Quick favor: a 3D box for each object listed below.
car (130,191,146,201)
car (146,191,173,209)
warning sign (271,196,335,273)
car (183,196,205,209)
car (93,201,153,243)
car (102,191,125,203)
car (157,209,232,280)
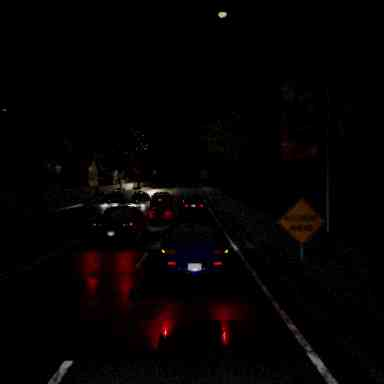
[{"bbox_3d":[-6.466,0.613,41.684,2.033,1.411,5.357,0,2,0],"label":"car"},{"bbox_3d":[-3.052,0.709,33.982,2.097,1.767,4.553,0,2,0],"label":"car"},{"bbox_3d":[2.868,1.052,8.730,1.300,1.860,1.060,-1,0,0],"label":"warning sign"},{"bbox_3d":[0.170,1.072,28.805,2.033,1.411,5.357,0,2,0],"label":"car"},{"bbox_3d":[-3.124,1.371,15.161,1.812,1.442,4.674,0,1,0],"label":"car"},{"bbox_3d":[-9.714,0.615,41.674,2.033,1.411,5.357,0,2,0],"label":"car"},{"bbox_3d":[0.085,1.450,9.621,1.812,1.442,4.674,0,1,1],"label":"car"}]
